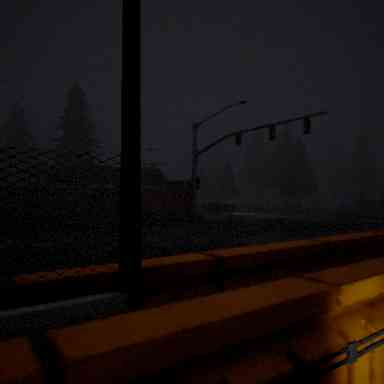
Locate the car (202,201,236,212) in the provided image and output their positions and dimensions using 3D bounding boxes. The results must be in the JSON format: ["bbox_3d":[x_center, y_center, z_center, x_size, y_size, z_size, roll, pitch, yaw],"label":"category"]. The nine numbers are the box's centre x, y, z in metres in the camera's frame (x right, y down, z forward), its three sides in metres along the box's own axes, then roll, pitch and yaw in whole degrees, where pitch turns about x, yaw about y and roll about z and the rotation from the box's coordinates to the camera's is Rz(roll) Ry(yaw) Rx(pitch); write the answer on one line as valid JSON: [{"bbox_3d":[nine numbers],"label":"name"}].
[{"bbox_3d":[3.292,1.774,41.315,1.895,1.301,4.718,0,0,-33],"label":"car"}]
